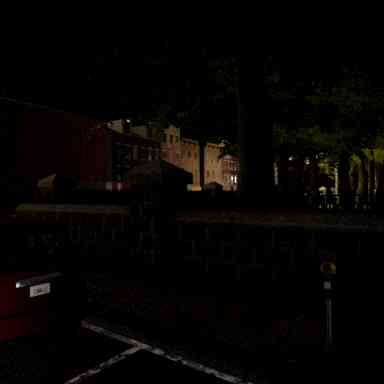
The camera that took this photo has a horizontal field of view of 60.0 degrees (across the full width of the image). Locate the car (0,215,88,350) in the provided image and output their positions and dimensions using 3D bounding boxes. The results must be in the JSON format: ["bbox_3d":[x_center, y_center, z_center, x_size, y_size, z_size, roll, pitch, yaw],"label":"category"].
[{"bbox_3d":[-3.860,1.318,5.588,5.009,1.841,2.192,0,-1,36],"label":"car"}]

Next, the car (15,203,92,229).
[{"bbox_3d":[-9.395,1.583,22.935,1.812,1.442,4.674,-1,-1,35],"label":"car"}]
